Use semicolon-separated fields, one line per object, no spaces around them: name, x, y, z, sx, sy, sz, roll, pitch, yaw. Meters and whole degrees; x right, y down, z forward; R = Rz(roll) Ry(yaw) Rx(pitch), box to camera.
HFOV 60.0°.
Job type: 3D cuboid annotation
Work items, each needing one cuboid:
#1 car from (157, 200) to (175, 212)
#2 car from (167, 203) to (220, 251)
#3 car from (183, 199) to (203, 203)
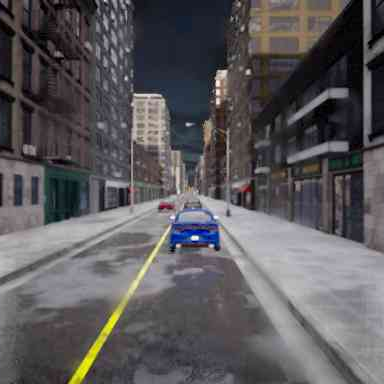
car;-2.837;1.527;37.493;1.895;1.301;4.718;0;0;0
car;0.104;1.446;14.061;1.882;1.535;5.008;0;0;0
car;0.108;1.421;34.922;2.128;1.511;4.902;0;0;0
